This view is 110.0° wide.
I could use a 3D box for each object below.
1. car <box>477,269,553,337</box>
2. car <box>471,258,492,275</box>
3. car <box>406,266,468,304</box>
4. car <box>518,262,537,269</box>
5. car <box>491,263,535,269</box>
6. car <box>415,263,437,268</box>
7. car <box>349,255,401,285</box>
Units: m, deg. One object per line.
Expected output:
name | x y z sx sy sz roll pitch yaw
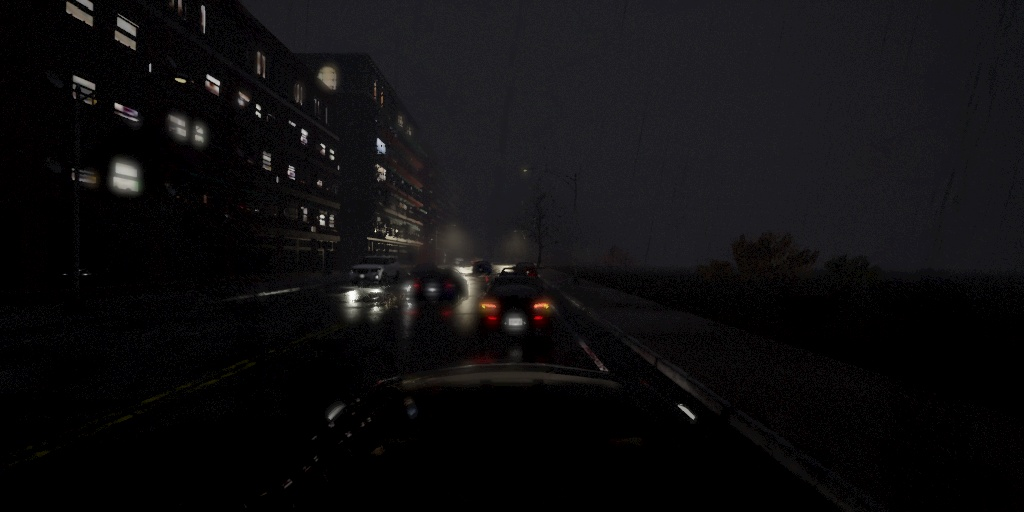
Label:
car | 0.074 1.277 10.155 1.812 1.442 4.674 0 0 0
car | -3.232 1.231 39.418 1.882 1.535 5.008 0 0 0
car | -3.181 1.316 16.261 1.994 1.385 4.181 0 0 0
car | 1.077 1.231 29.850 1.882 1.535 5.008 0 0 0
car | 0.061 1.317 20.322 1.994 1.385 4.181 0 0 0
car | -6.656 1.279 27.784 1.812 1.442 4.674 0 0 0
car | -9.905 0.974 26.447 2.150 2.045 5.566 0 0 0
